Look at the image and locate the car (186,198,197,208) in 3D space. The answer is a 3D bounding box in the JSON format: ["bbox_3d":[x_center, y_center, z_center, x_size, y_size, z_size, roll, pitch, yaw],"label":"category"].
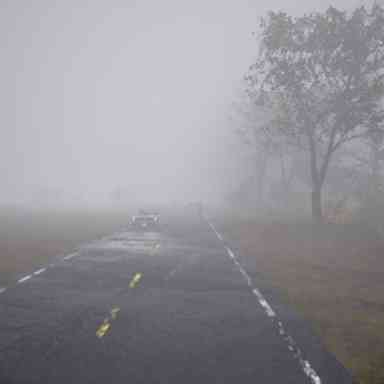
[{"bbox_3d":[0.036,2.126,58.726,1.812,1.442,4.674,0,0,1],"label":"car"}]

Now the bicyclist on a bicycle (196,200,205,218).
[{"bbox_3d":[0.849,1.768,32.578,0.866,1.612,1.509,-1,-1,0],"label":"bicyclist on a bicycle"}]

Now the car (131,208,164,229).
[{"bbox_3d":[-3.097,1.846,23.826,1.895,1.301,4.718,0,-1,0],"label":"car"}]

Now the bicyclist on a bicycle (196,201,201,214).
[{"bbox_3d":[0.818,1.870,40.949,0.582,1.620,1.656,-1,-1,0],"label":"bicyclist on a bicycle"}]

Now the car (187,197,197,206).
[{"bbox_3d":[0.011,2.125,75.315,2.097,1.767,4.553,0,-1,0],"label":"car"}]

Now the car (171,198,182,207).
[{"bbox_3d":[-3.002,2.024,65.649,2.097,1.767,4.553,0,-1,0],"label":"car"}]
